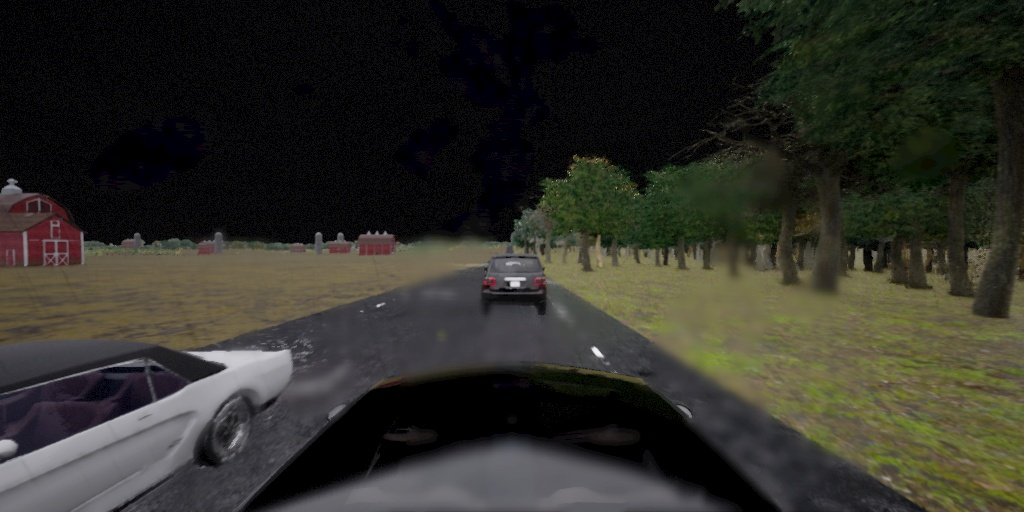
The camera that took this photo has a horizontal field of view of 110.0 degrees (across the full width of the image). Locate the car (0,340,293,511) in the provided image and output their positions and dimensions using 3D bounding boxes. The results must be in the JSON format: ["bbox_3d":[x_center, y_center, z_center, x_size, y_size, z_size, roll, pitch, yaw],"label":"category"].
[{"bbox_3d":[-3.596,1.350,2.118,1.895,1.301,4.718,0,0,0],"label":"car"}]

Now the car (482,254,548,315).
[{"bbox_3d":[0.098,0.937,13.502,2.150,2.045,5.566,0,0,0],"label":"car"}]
